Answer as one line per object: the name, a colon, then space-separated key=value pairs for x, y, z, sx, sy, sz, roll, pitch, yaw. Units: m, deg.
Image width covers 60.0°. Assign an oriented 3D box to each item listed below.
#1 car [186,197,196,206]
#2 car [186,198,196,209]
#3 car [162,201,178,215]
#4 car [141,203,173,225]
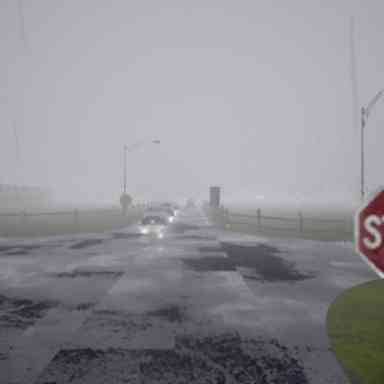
car: x=-0.234 y=1.978 z=69.989 sx=2.097 sy=1.767 sz=4.553 roll=0 pitch=-1 yaw=0
car: x=-0.198 y=2.222 z=59.597 sx=2.033 sy=1.411 sz=5.357 roll=0 pitch=-1 yaw=0
car: x=-2.970 y=1.935 z=37.852 sx=1.837 sy=1.490 sz=4.892 roll=0 pitch=-1 yaw=0
car: x=-2.939 y=1.860 z=27.422 sx=2.033 sy=1.411 sz=5.357 roll=0 pitch=-1 yaw=0
